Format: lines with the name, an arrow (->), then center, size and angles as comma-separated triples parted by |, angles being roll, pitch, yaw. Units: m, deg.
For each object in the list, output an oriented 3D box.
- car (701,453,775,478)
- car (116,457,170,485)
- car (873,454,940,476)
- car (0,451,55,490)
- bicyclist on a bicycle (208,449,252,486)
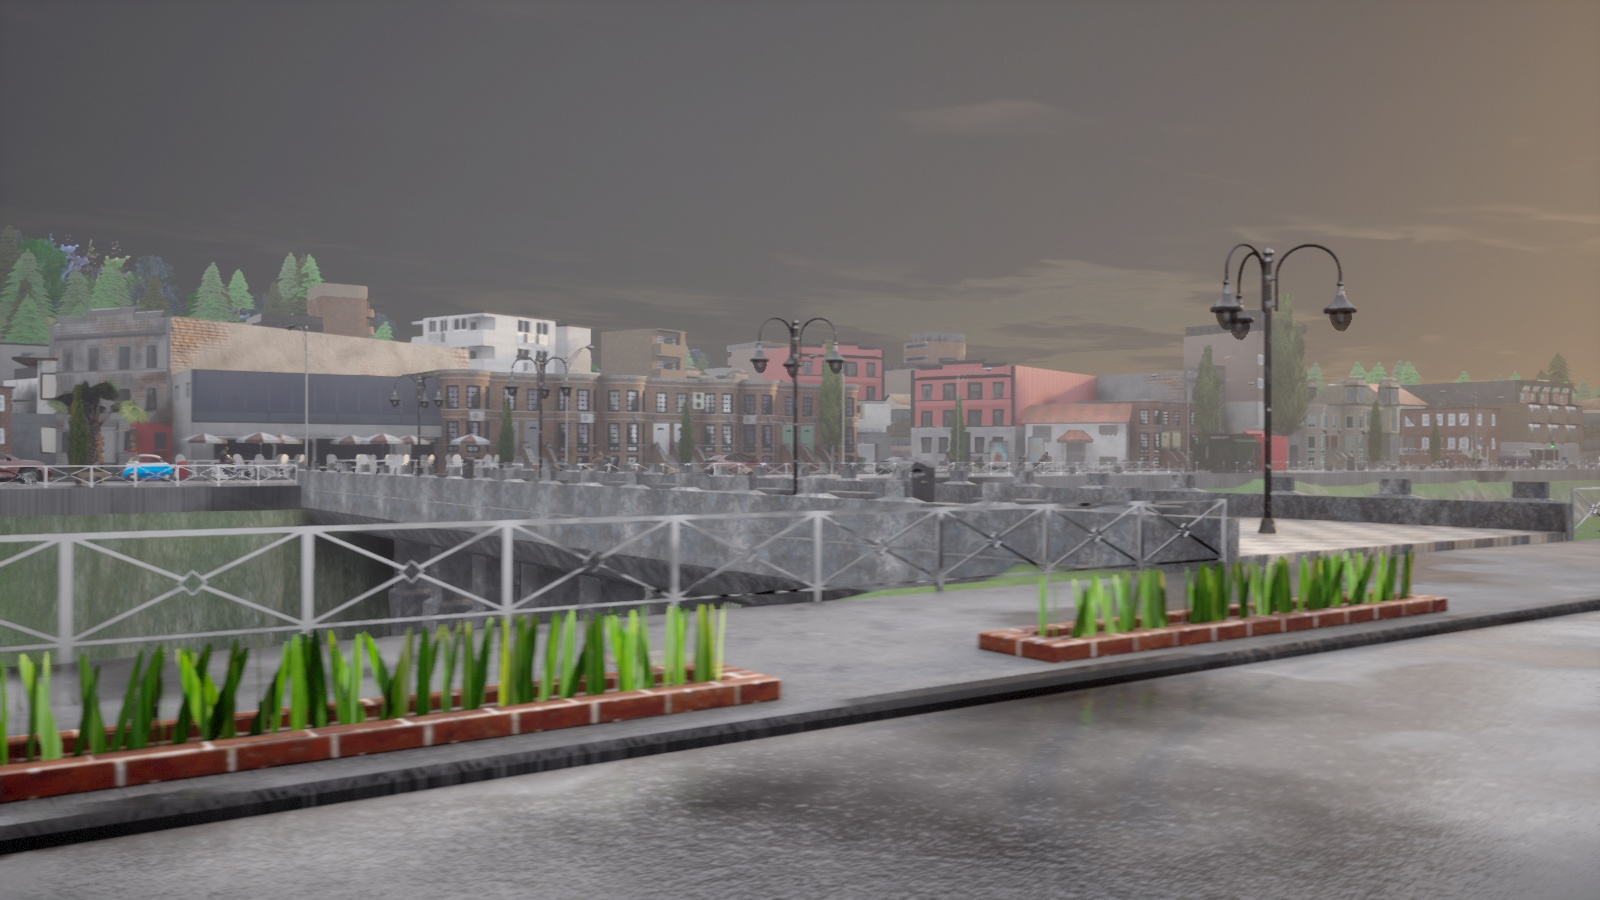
car -> -3.761, 0.955, 76.808 | 4.193, 1.474, 1.816 | 0, 0, -35
car -> -32.326, 1.019, 61.787 | 2.207, 1.376, 1.481 | 0, 0, -35
car -> 7.152, 1.000, 84.408 | 4.181, 1.385, 1.994 | 0, 0, -35
car -> -35.385, 0.884, 54.784 | 4.856, 1.649, 2.033 | 0, 0, -35
bicyclist on a bicycle -> -27.400, 0.821, 60.345 | 1.843, 1.776, 0.659 | 0, 0, -35
